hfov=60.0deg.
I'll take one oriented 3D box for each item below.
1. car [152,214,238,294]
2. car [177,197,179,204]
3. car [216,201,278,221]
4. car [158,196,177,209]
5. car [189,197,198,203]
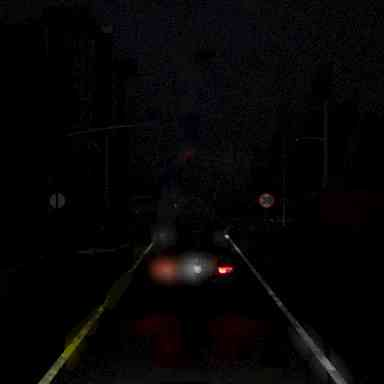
[{"bbox_3d":[0.080,1.546,8.908,2.033,1.411,5.357,0,0,0],"label":"car"},{"bbox_3d":[-3.420,1.482,61.618,2.128,1.511,4.902,0,0,0],"label":"car"},{"bbox_3d":[4.401,1.491,26.874,4.892,1.490,1.837,0,3,19],"label":"car"},{"bbox_3d":[-3.489,1.498,45.871,1.837,1.490,4.892,0,0,0],"label":"car"},{"bbox_3d":[0.262,1.589,69.680,1.895,1.301,4.718,0,0,0],"label":"car"}]
